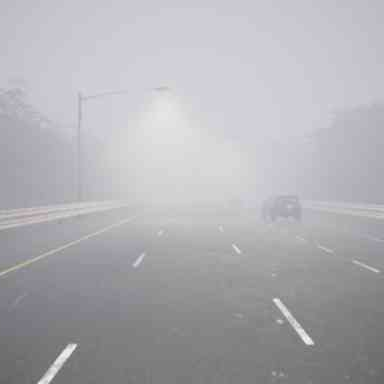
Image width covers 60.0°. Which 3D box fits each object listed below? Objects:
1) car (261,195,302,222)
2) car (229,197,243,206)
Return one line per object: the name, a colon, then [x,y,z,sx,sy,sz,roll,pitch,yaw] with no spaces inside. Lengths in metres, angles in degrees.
car: [7.037,1.232,26.609,2.150,2.045,5.566,0,0,0]
car: [7.147,1.519,54.863,1.882,1.535,5.008,0,0,0]
